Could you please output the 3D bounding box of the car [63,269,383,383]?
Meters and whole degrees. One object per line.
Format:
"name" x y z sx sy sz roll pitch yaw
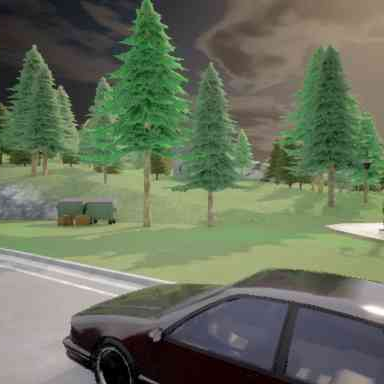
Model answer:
"car" 1.034 1.547 3.250 5.357 1.411 2.033 0 0 36
